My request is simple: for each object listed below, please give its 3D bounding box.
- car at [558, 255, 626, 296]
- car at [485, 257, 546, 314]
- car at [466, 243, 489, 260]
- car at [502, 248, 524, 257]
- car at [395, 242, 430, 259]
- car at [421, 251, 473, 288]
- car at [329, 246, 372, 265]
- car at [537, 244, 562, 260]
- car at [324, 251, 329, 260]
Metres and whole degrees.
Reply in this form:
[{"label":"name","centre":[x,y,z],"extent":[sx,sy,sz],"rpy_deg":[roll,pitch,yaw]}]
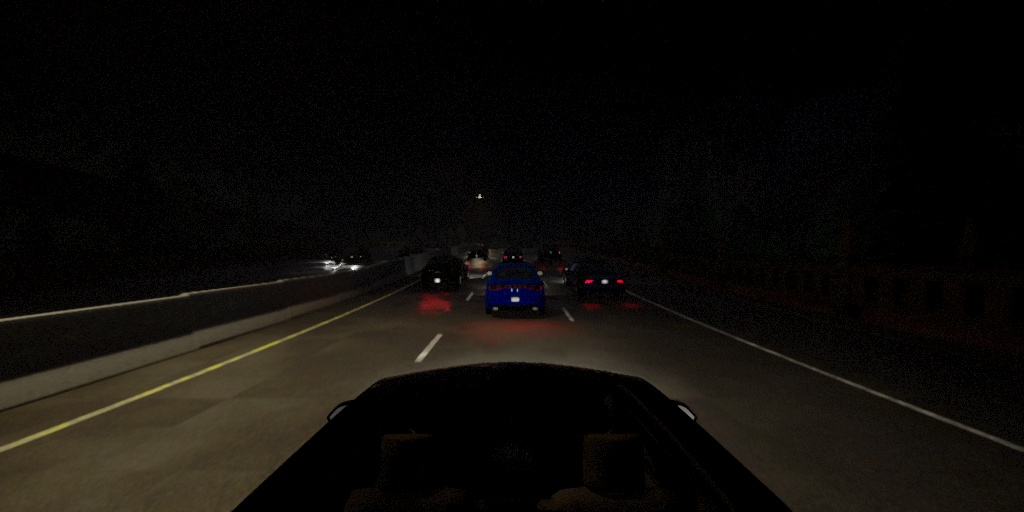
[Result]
[{"label":"car","centre":[3.599,0.905,16.407],"extent":[2.033,1.411,5.357],"rpy_deg":[0,3,0]},{"label":"car","centre":[0.099,1.005,12.860],"extent":[1.882,1.535,5.008],"rpy_deg":[0,2,0]},{"label":"car","centre":[-3.410,-0.350,36.735],"extent":[1.812,1.442,4.674],"rpy_deg":[0,4,0]},{"label":"car","centre":[0.100,-0.022,31.725],"extent":[2.033,1.411,5.357],"rpy_deg":[0,4,0]},{"label":"car","centre":[-10.594,-0.388,37.717],"extent":[2.033,1.411,5.357],"rpy_deg":[0,3,0]},{"label":"car","centre":[-3.400,0.728,18.760],"extent":[1.837,1.490,4.892],"rpy_deg":[0,3,0]},{"label":"car","centre":[-14.096,-0.068,32.123],"extent":[1.812,1.442,4.674],"rpy_deg":[0,4,0]},{"label":"car","centre":[3.600,-0.433,35.242],"extent":[2.097,1.767,4.553],"rpy_deg":[0,3,0]},{"label":"car","centre":[-17.593,-0.387,37.701],"extent":[2.033,1.411,5.357],"rpy_deg":[0,4,0]}]
